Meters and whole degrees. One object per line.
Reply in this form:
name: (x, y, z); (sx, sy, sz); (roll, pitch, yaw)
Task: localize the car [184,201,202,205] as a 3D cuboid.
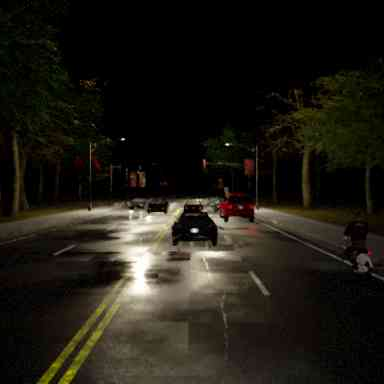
car: (0.134, 1.517, 33.025); (1.895, 1.301, 4.718); (0, 0, 0)

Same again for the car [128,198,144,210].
car: (-6.476, 1.446, 40.909); (2.033, 1.411, 5.357); (0, 0, 1)

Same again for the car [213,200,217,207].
car: (3.289, 1.456, 36.291); (2.033, 1.411, 5.357); (0, 0, 0)

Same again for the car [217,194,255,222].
car: (3.377, 1.155, 25.615); (2.150, 2.045, 5.566); (0, 0, 0)

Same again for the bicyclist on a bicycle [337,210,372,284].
bicyclist on a bicycle: (4.152, 1.348, 8.609); (0.659, 1.776, 1.843); (0, 0, 0)

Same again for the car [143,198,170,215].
car: (-3.293, 1.393, 33.070); (1.882, 1.535, 5.008); (0, 0, 0)

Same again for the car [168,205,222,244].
car: (0.114, 1.523, 15.456); (1.994, 1.385, 4.181); (0, 0, 0)
